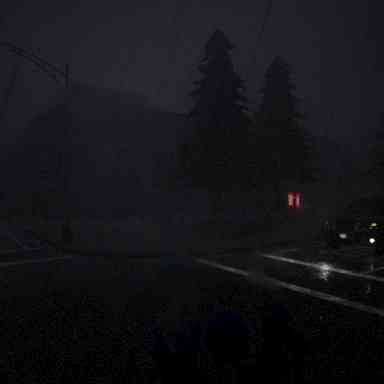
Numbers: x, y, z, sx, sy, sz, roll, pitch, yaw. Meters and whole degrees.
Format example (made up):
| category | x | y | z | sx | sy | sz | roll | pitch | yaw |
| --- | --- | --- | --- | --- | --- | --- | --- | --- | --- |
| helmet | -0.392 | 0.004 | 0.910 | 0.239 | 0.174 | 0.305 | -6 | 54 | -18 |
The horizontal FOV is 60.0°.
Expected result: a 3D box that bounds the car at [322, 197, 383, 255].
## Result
| category | x | y | z | sx | sy | sz | roll | pitch | yaw |
| --- | --- | --- | --- | --- | --- | --- | --- | --- | --- |
| car | 7.713 | 1.248 | 13.737 | 5.566 | 2.045 | 2.150 | 0 | 0 | -37 |
